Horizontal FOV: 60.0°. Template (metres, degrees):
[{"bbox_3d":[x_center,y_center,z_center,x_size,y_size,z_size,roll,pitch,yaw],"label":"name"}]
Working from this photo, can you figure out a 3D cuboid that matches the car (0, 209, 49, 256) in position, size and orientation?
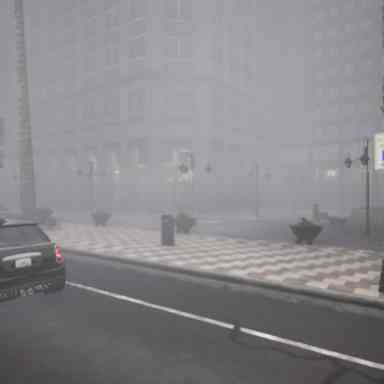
[{"bbox_3d":[-8.269,1.527,13.731,4.786,1.482,2.161,0,0,35],"label":"car"}]

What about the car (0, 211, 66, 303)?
[{"bbox_3d":[-4.936,1.361,7.552,4.553,1.767,2.097,0,0,35],"label":"car"}]
